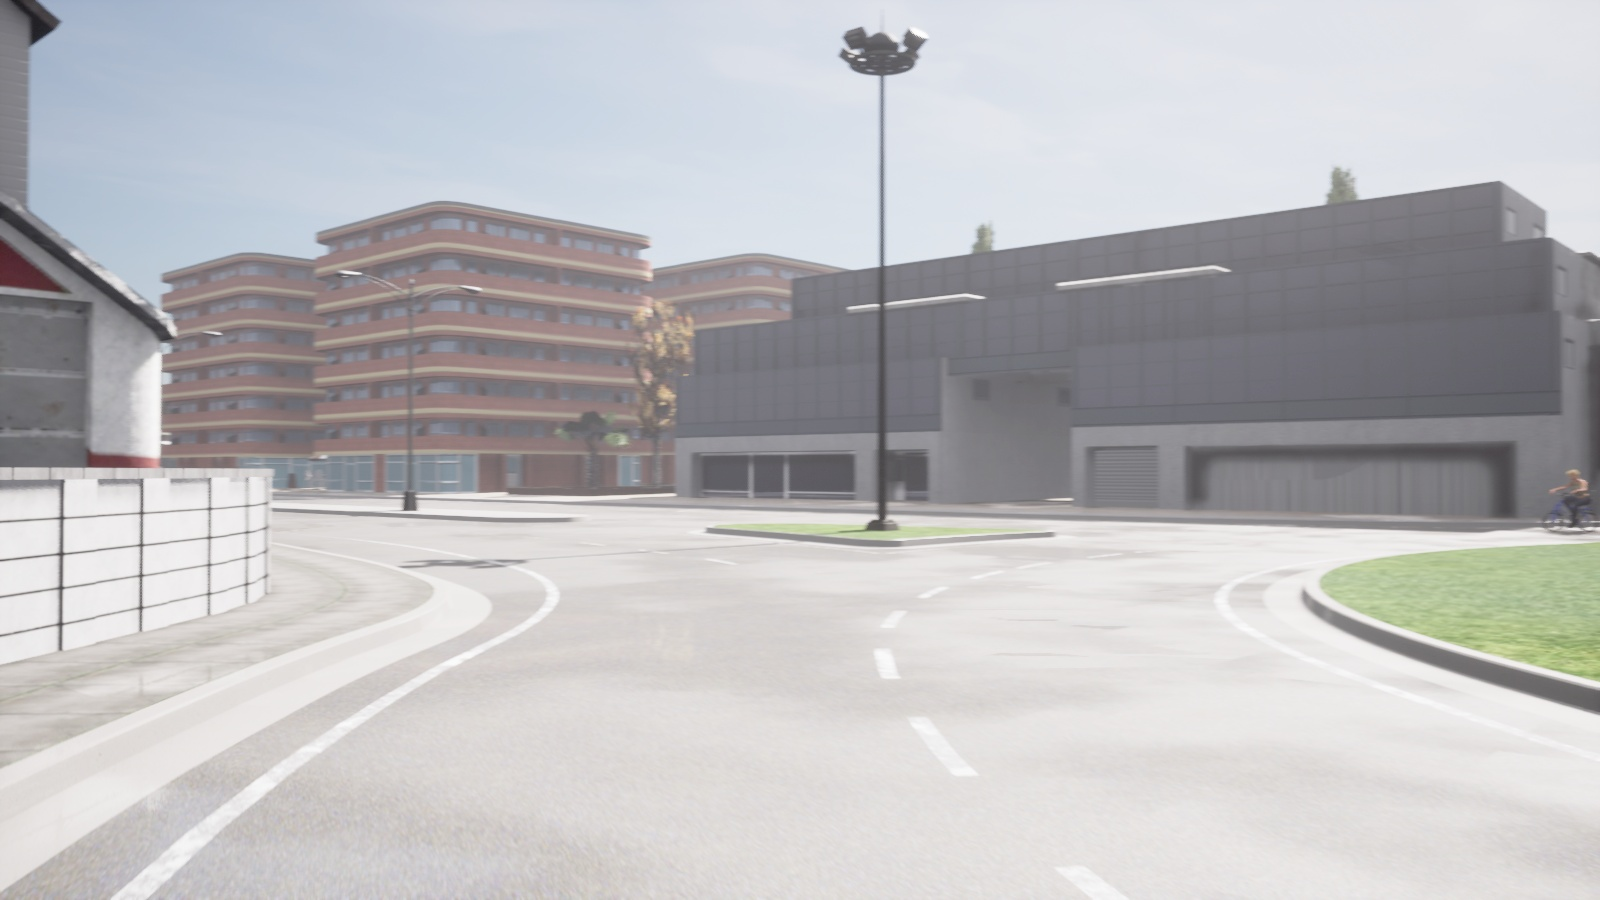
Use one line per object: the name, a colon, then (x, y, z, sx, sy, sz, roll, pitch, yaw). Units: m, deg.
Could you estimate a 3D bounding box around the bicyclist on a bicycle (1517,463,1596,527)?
bicyclist on a bicycle: (19.467, 1.152, 32.315, 1.509, 1.612, 0.866, 0, 0, -6)
